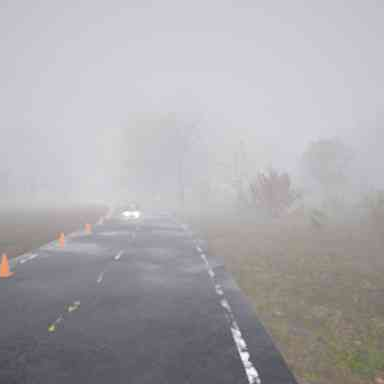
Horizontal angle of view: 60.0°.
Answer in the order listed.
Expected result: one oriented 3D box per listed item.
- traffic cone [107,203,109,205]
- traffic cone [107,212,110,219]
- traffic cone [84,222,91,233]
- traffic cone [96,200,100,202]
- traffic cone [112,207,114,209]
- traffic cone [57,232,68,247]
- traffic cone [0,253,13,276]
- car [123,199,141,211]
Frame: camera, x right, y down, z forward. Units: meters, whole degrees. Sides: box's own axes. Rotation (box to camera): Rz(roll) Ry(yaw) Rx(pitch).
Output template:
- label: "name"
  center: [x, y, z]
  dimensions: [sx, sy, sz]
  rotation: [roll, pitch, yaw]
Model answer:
- label: "traffic cone"
  center: [-14.121, 2.117, 57.503]
  dimensions: [0.340, 0.580, 0.340]
  rotation: [0, 0, -18]
- label: "traffic cone"
  center: [-7.239, 2.041, 28.763]
  dimensions: [0.340, 0.580, 0.340]
  rotation: [0, 0, -9]
- label: "traffic cone"
  center: [-5.946, 2.014, 18.989]
  dimensions: [0.340, 0.580, 0.340]
  rotation: [0, 0, -6]
- label: "traffic cone"
  center: [-21.143, 2.170, 75.921]
  dimensions: [0.340, 0.580, 0.340]
  rotation: [0, 0, -24]
- label: "traffic cone"
  center: [-8.075, 2.053, 33.622]
  dimensions: [0.340, 0.580, 0.340]
  rotation: [0, 0, -11]
- label: "traffic cone"
  center: [-5.489, 2.001, 14.080]
  dimensions: [0.340, 0.580, 0.340]
  rotation: [0, 0, -5]
- label: "traffic cone"
  center: [-5.159, 1.989, 9.162]
  dimensions: [0.340, 0.580, 0.340]
  rotation: [0, 0, -3]
- label: "car"
  center: [-7.621, 1.607, 41.984]
  dimensions: [2.128, 1.511, 4.902]
  rotation: [0, 0, -13]
